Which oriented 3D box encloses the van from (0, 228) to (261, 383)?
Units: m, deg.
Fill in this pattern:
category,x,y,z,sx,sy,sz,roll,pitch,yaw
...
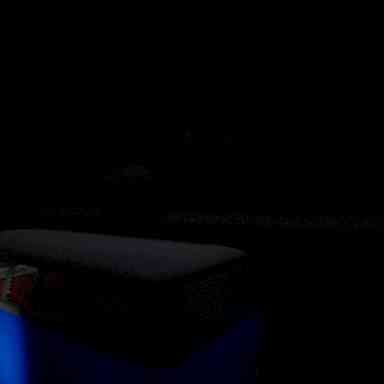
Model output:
category,x,y,z,sx,sy,sz,roll,pitch,yaw
van,-1.227,1.373,3.703,3.998,1.788,1.690,-1,-1,36
